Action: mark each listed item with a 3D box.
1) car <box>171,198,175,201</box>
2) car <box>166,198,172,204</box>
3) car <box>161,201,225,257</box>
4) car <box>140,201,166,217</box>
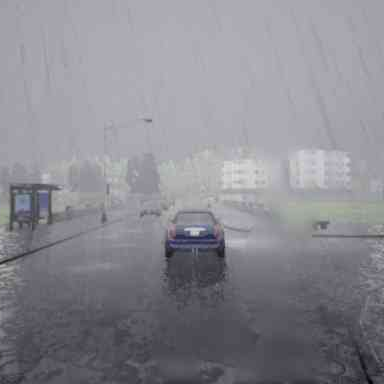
[{"bbox_3d":[-3.994,1.884,61.183,2.033,1.411,5.357,0,0,0],"label":"car"},{"bbox_3d":[-4.074,1.843,43.968,1.895,1.301,4.718,0,0,0],"label":"car"},{"bbox_3d":[0.101,1.426,13.423,2.097,1.767,4.553,0,0,0],"label":"car"},{"bbox_3d":[-4.084,1.691,33.737,1.837,1.490,4.892,0,0,0],"label":"car"}]
